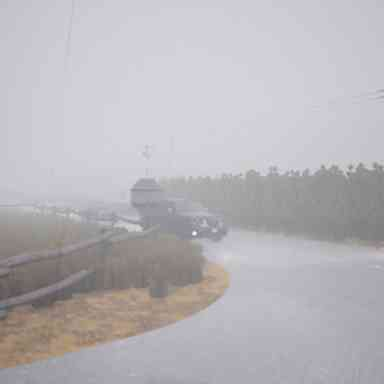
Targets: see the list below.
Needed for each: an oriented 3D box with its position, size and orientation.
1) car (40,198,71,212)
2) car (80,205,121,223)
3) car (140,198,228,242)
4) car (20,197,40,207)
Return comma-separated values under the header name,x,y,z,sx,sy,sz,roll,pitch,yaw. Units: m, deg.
name,x,y,z,sx,sy,sz,roll,pitch,yaw
car,-15.174,1.467,37.266,2.097,1.767,4.553,1,0,-35
car,-7.204,1.716,26.003,1.895,1.301,4.718,1,-1,-35
car,-0.618,1.336,16.741,2.150,2.045,5.566,1,-1,-36
car,-25.249,1.618,53.266,4.902,1.511,2.128,0,-1,19
